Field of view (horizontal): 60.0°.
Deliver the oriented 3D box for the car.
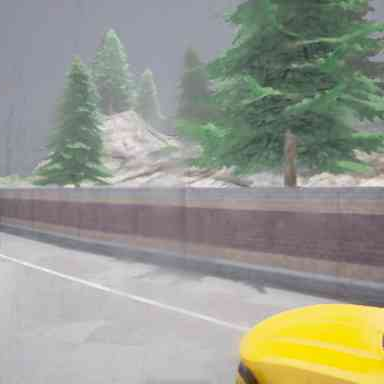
[{"bbox_3d":[2.687,1.491,2.148,5.008,1.535,1.882,0,0,35],"label":"car"}]
